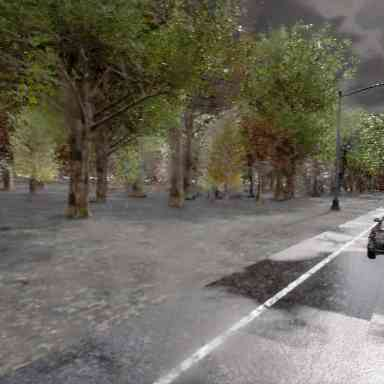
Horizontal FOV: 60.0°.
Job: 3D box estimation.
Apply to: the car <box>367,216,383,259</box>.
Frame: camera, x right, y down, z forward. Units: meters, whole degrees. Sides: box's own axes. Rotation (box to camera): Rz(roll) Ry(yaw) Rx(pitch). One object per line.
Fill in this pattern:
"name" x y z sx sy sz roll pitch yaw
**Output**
"car" 6.953 1.365 10.817 1.812 1.442 4.674 3 2 35
